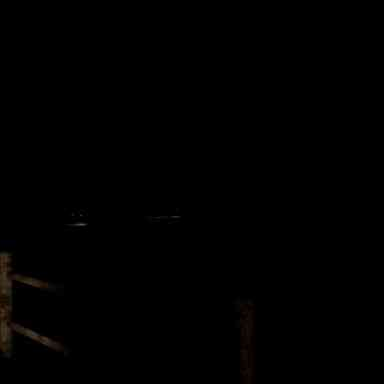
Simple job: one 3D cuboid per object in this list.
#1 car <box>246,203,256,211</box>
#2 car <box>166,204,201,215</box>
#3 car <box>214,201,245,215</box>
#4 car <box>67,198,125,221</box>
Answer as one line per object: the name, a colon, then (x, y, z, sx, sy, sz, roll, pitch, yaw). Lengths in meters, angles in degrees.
car: (8.610, 2.480, 53.946, 2.033, 1.411, 5.357, -1, -1, 36)
car: (-0.998, 2.195, 40.982, 1.895, 1.301, 4.718, -1, -1, 36)
car: (4.801, 2.017, 43.923, 2.097, 1.767, 4.553, -1, -1, 36)
car: (-8.658, 1.595, 30.569, 2.150, 2.045, 5.566, -1, -1, 35)
